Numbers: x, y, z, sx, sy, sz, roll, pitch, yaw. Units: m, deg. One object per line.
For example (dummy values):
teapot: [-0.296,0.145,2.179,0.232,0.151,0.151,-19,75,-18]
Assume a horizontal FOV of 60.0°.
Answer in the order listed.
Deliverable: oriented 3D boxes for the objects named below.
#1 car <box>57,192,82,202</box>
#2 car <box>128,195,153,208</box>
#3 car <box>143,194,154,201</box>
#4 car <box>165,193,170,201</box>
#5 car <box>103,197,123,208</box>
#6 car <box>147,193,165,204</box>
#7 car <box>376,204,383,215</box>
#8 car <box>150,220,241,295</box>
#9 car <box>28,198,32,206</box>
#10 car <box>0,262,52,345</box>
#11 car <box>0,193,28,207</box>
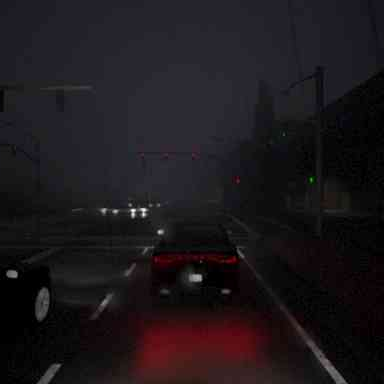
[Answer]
car: [-24.906,1.001,66.686,3.866,1.878,1.905,0,0,0]
car: [-7.159,1.492,46.791,1.895,1.301,4.718,0,0,1]
car: [-9.826,1.285,75.900,1.812,1.442,4.674,0,0,2]
car: [-6.315,1.107,76.253,2.097,1.767,4.553,0,0,2]
car: [-10.691,1.400,45.110,1.837,1.490,4.892,0,0,1]
car: [-6.762,1.209,61.285,2.097,1.767,4.553,0,0,2]
car: [19.834,1.406,30.943,5.008,1.535,1.882,0,0,0]
car: [0.069,1.457,8.715,1.882,1.535,5.008,0,0,0]
car: [-24.891,1.047,47.063,3.866,1.878,1.905,0,0,0]
car: [-3.440,1.468,3.983,1.882,1.535,5.008,0,0,0]
car: [-24.948,1.051,44.168,4.605,1.855,1.932,0,0,0]
